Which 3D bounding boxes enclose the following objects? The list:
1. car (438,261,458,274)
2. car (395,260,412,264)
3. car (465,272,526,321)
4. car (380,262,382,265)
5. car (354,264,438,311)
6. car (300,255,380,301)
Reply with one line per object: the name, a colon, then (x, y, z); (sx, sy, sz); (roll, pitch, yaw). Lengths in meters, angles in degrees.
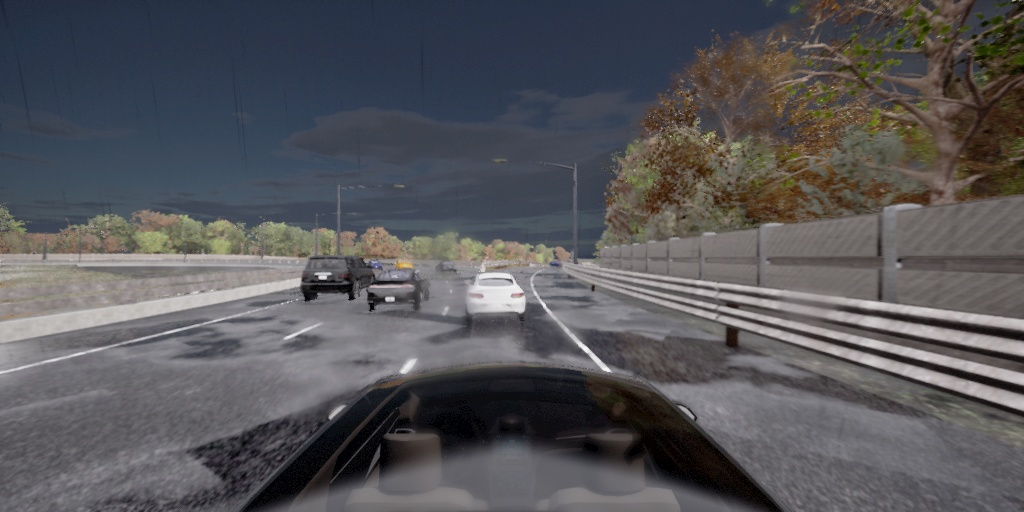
car: (-7.741, 1.297, 42.057); (2.033, 1.411, 5.357); (0, 0, -21)
car: (-15.274, 1.247, 50.309); (1.882, 1.535, 5.008); (0, 0, -26)
car: (-0.621, 1.270, 12.348); (1.812, 1.442, 4.674); (0, 0, -5)
car: (-19.747, 1.310, 51.286); (1.812, 1.442, 4.674); (0, 0, -28)
car: (-4.418, 1.248, 14.547); (2.128, 1.511, 4.902); (0, 0, -7)
car: (-8.347, 0.989, 17.674); (2.150, 2.045, 5.566); (0, 0, -9)
